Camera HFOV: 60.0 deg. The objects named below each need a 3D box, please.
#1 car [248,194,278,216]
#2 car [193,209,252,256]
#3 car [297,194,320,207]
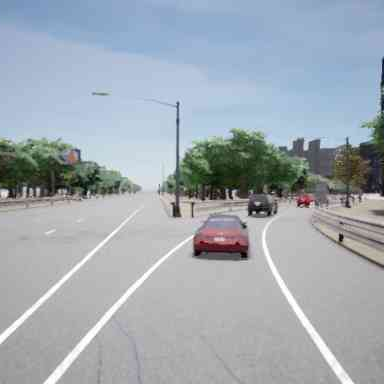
[{"bbox_3d":[7.088,1.259,33.037,2.150,2.045,5.566,0,0,24],"label":"car"},{"bbox_3d":[1.260,1.576,13.222,1.994,1.385,4.181,0,0,9],"label":"car"},{"bbox_3d":[18.136,1.313,51.638,2.150,2.045,5.566,0,0,37],"label":"car"}]
